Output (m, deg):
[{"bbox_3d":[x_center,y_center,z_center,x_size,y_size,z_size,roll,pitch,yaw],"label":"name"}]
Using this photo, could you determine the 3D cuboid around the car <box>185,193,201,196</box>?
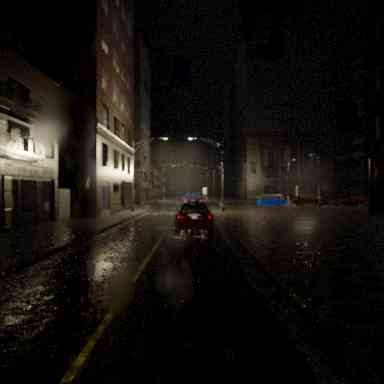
[{"bbox_3d":[0.143,1.156,36.391,2.150,2.045,5.566,0,-1,0],"label":"car"}]

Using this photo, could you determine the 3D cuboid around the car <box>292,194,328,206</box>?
[{"bbox_3d":[17.424,1.258,49.347,5.009,1.841,2.192,0,0,-1],"label":"car"}]

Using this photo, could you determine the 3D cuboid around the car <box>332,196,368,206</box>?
[{"bbox_3d":[23.064,1.505,49.427,4.313,1.339,1.947,0,0,-1],"label":"car"}]

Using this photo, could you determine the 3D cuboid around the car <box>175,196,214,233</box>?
[{"bbox_3d":[0.122,1.338,19.523,2.097,1.767,4.553,0,0,0],"label":"car"}]

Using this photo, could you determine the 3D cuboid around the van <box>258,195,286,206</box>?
[{"bbox_3d":[11.784,1.284,49.267,3.998,1.788,1.690,0,0,-1],"label":"van"}]
